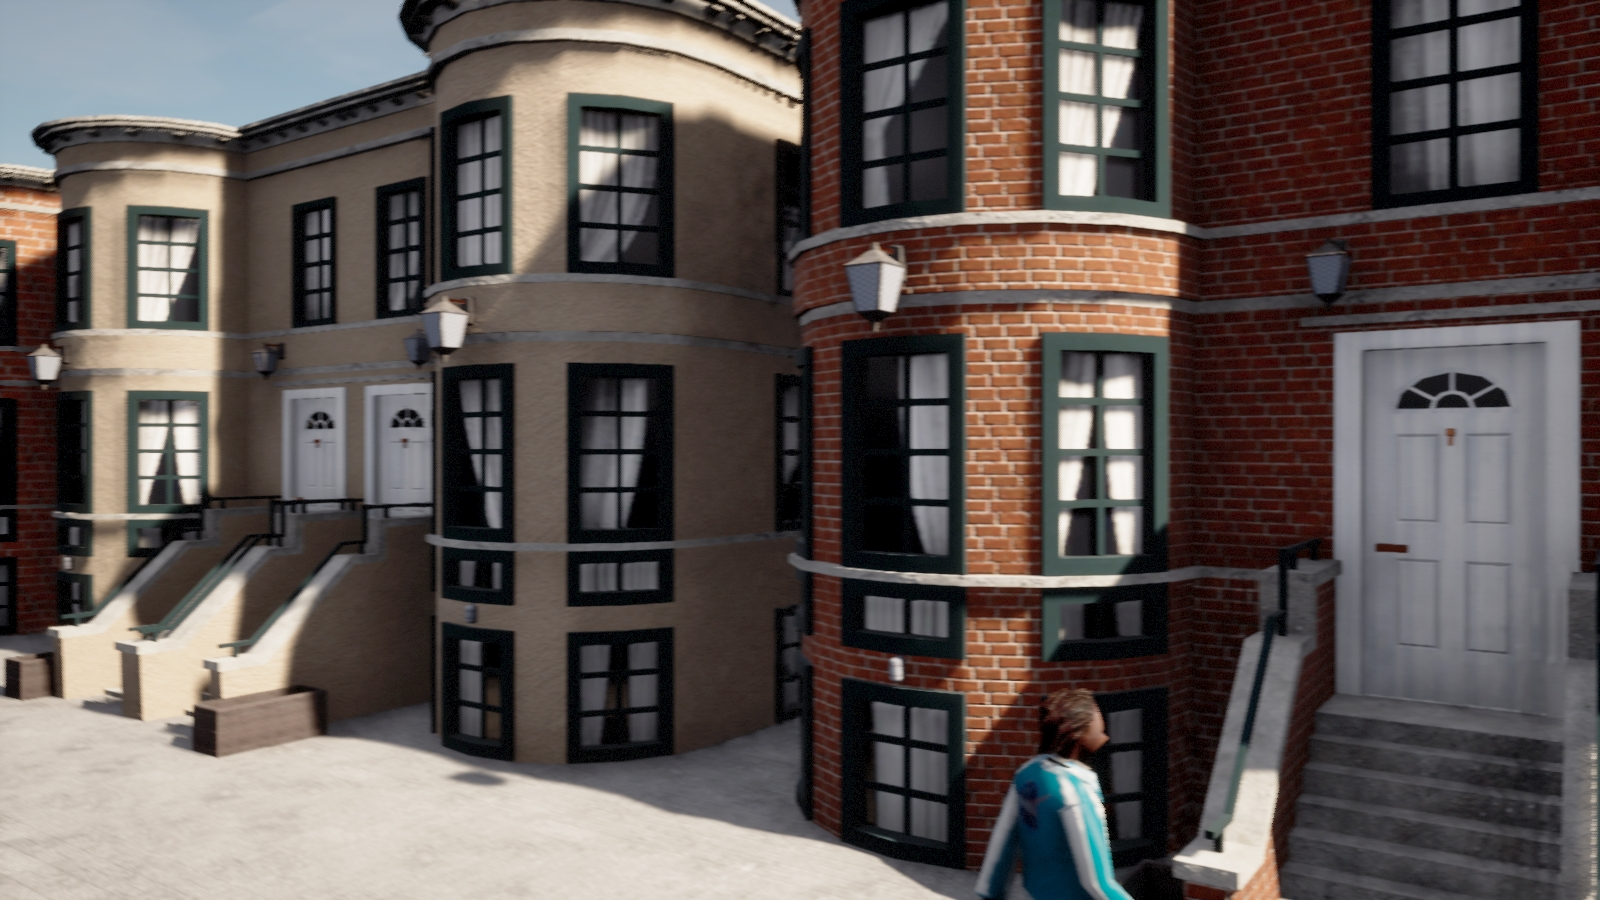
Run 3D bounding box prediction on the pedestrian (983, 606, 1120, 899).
[{"bbox_3d":[0.903,1.525,4.144,0.375,1.860,0.375,0,0,-9],"label":"pedestrian"}]
